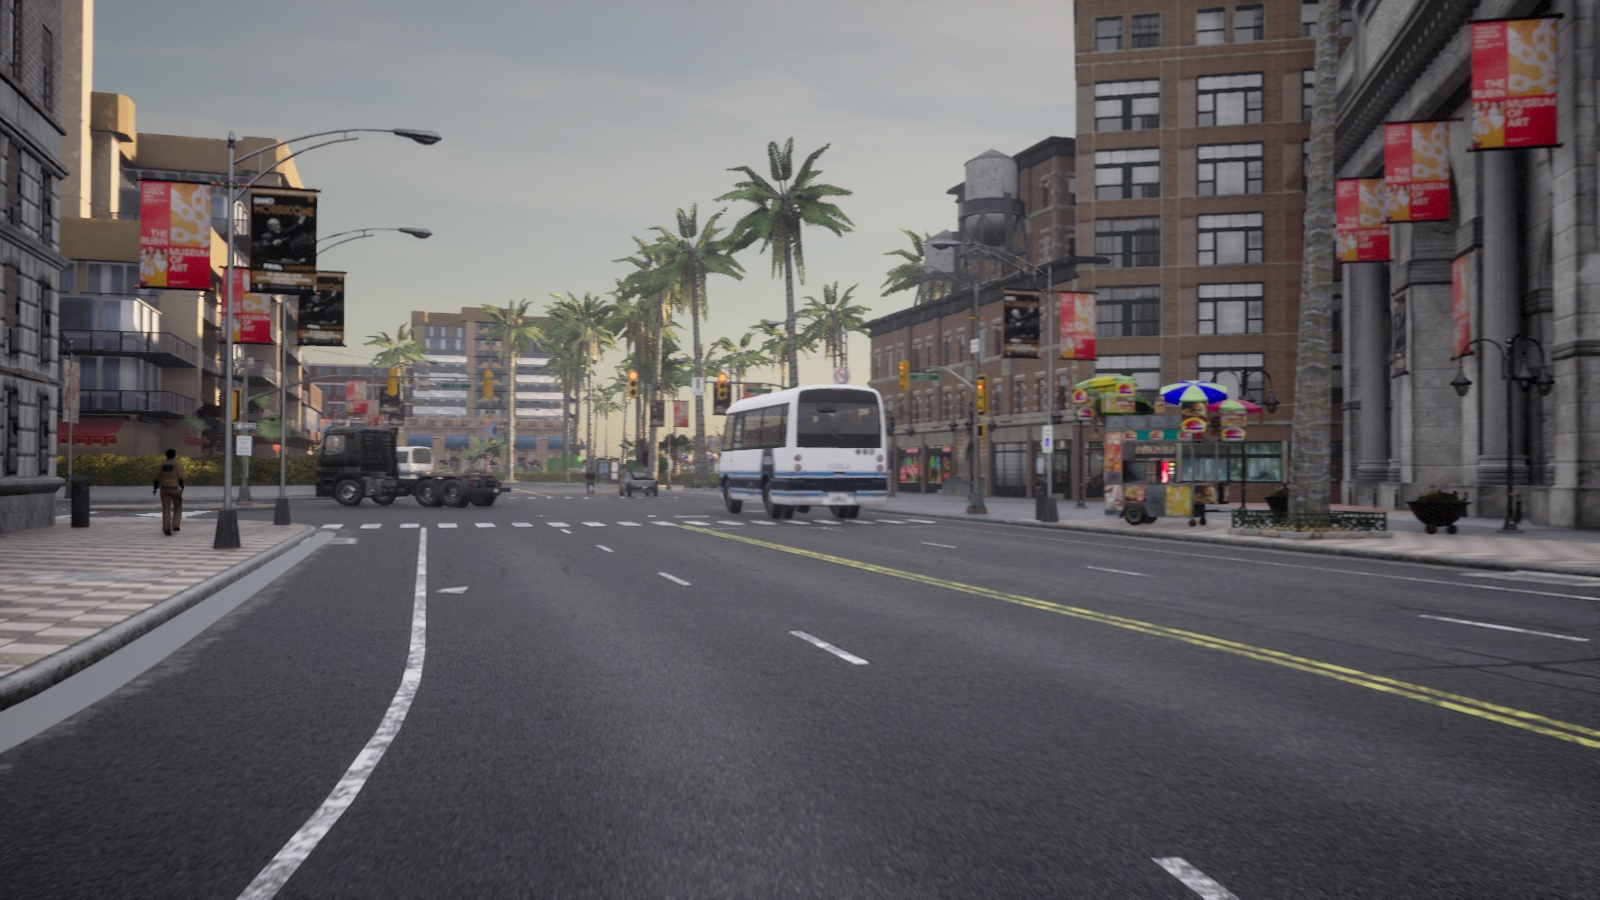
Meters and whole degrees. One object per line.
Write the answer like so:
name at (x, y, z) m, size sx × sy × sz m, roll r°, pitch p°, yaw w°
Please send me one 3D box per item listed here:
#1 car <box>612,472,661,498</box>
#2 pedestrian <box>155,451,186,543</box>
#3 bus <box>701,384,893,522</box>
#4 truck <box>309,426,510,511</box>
car at (-9.896, 2.087, 75.676) m, size 2.128 × 1.511 × 4.902 m, roll 0°, pitch -1°, yaw -17°
pedestrian at (-13.337, 0.983, 26.611) m, size 0.396 × 1.930 × 0.692 m, roll 0°, pitch -1°, yaw -8°
bus at (-0.430, 0.178, 44.034) m, size 3.944 × 4.253 × 10.273 m, roll 0°, pitch -1°, yaw -17°
truck at (-16.657, 0.814, 53.651) m, size 7.936 × 3.462 × 2.891 m, roll -1°, pitch -1°, yaw 16°
